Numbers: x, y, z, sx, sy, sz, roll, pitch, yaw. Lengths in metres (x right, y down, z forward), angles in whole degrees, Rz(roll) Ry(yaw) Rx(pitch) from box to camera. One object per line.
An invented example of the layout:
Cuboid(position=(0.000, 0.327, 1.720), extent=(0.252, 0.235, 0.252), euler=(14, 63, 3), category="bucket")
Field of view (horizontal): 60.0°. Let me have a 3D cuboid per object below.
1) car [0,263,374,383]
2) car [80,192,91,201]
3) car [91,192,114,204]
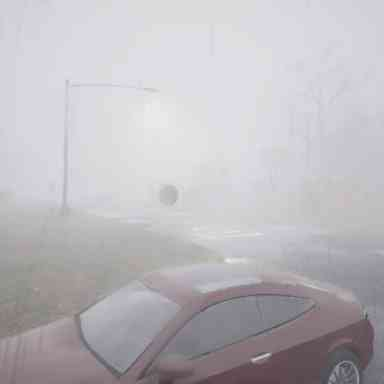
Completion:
Cuboid(position=(-0.089, 1.567, 3.383), extent=(4.674, 1.442, 1.812), euler=(-1, 0, -30), category="car")
Cuboid(position=(-18.030, 0.767, 57.605), extent=(1.882, 1.535, 5.008), euler=(1, 0, -30), category="car")
Cuboid(position=(-12.953, 0.895, 48.981), extent=(1.882, 1.535, 5.008), euler=(1, 0, -30), category="car")
